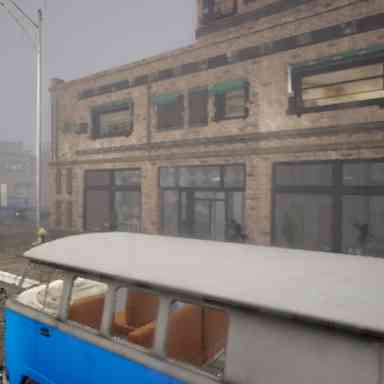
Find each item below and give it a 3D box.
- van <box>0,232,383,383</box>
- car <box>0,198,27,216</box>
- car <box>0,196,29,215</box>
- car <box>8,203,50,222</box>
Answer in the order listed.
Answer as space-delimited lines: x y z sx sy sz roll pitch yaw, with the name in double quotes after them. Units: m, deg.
-0.049 1.345 2.891 3.998 1.788 1.690 0 1 36 "van"
-19.959 1.509 34.102 2.192 1.841 5.009 0 0 36 "car"
-18.422 1.440 31.807 2.150 2.045 5.566 1 0 36 "car"
-13.201 1.869 29.150 1.947 1.339 4.313 0 0 36 "car"
